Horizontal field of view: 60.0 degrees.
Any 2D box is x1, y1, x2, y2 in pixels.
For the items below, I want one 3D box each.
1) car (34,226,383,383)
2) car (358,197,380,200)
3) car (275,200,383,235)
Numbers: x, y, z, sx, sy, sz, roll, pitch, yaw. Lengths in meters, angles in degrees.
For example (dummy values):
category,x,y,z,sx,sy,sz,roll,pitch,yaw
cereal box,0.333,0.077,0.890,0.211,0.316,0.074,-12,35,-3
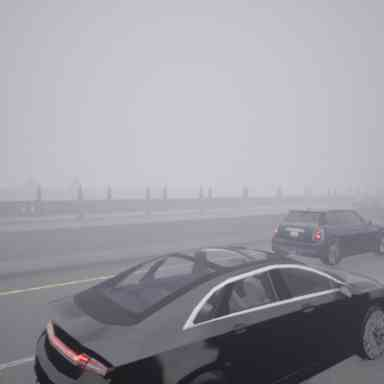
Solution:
category,x,y,z,sx,sy,sz,roll,pitch,yaw
car,0.698,1.481,4.244,4.902,1.511,2.128,0,0,-35
car,21.500,1.323,40.795,5.008,1.535,1.882,0,0,-35
car,4.900,1.312,11.537,4.553,1.767,2.097,0,0,-36
